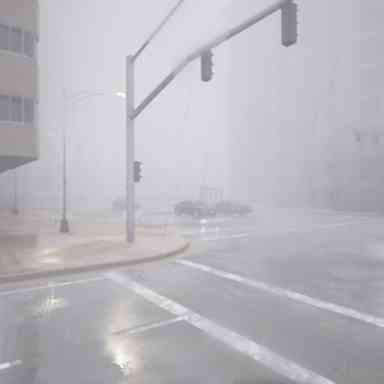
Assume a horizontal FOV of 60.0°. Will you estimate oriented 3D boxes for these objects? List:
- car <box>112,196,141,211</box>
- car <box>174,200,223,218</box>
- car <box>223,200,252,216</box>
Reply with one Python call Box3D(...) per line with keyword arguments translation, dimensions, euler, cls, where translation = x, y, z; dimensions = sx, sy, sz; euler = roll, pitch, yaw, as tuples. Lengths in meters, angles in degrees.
Box3D(translation=(-8.082, 1.301, 40.853), dimensions=(2.097, 1.767, 4.553), euler=(0, 0, -36), cls="car")
Box3D(translation=(0.233, 1.455, 29.437), dimensions=(1.837, 1.490, 4.892), euler=(0, 0, -36), cls="car")
Box3D(translation=(3.252, 1.486, 31.565), dimensions=(2.033, 1.411, 5.357), euler=(0, 0, -36), cls="car")
